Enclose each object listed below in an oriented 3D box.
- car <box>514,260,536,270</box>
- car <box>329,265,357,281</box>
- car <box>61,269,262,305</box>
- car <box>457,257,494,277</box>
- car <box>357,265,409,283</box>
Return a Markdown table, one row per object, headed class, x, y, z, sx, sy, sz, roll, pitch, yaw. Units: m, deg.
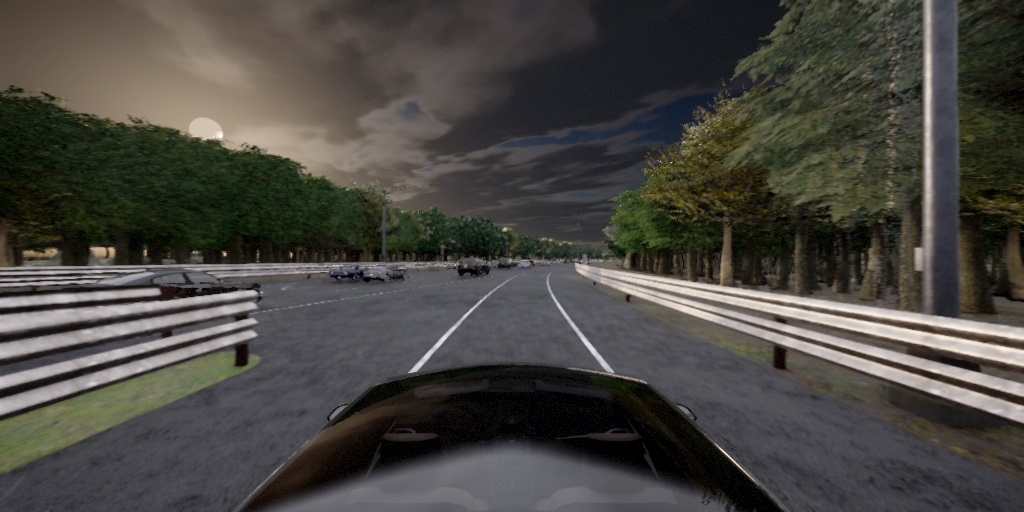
| class | x | y | z | sx | sy | sz | roll | pitch | yaw |
| --- | --- | --- | --- | --- | --- | --- | --- | --- | --- |
| car | 2.415 | 1.732 | 64.978 | 2.033 | 1.411 | 5.357 | 0 | 0 | 14 |
| car | -13.254 | 1.439 | 30.776 | 1.895 | 1.301 | 4.718 | 0 | -1 | 14 |
| car | -10.784 | 1.158 | 11.613 | 1.882 | 1.535 | 5.008 | 0 | -1 | 14 |
| car | -4.051 | 1.183 | 38.825 | 2.150 | 2.045 | 5.566 | 0 | 0 | 14 |
| car | -10.101 | 1.405 | 28.940 | 1.994 | 1.385 | 4.181 | 0 | -1 | 14 |
